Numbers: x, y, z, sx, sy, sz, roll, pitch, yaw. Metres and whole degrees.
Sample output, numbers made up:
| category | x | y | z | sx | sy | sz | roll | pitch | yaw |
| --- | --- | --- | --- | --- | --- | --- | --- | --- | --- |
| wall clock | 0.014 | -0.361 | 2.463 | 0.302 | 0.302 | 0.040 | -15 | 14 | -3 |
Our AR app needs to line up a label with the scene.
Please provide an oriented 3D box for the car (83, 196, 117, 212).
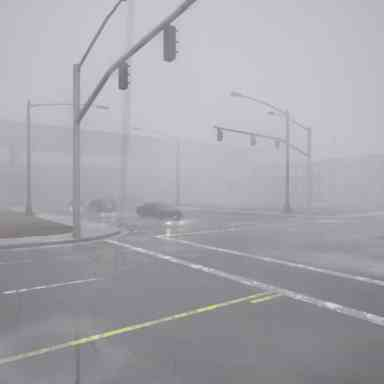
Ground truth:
| category | x | y | z | sx | sy | sz | roll | pitch | yaw |
| --- | --- | --- | --- | --- | --- | --- | --- | --- | --- |
| car | -10.504 | 1.493 | 38.631 | 2.128 | 1.511 | 4.902 | 0 | 0 | -36 |

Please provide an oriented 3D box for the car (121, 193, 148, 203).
| category | x | y | z | sx | sy | sz | roll | pitch | yaw |
| --- | --- | --- | --- | --- | --- | --- | --- | --- | --- |
| car | -12.303 | 1.223 | 69.377 | 2.150 | 2.045 | 5.566 | 0 | 0 | 29 |

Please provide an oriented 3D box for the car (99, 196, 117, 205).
| category | x | y | z | sx | sy | sz | roll | pitch | yaw |
| --- | --- | --- | --- | --- | --- | --- | --- | --- | --- |
| car | -14.992 | 1.526 | 59.810 | 1.812 | 1.442 | 4.674 | 0 | 0 | 3 |

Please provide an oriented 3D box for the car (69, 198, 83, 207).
| category | x | y | z | sx | sy | sz | roll | pitch | yaw |
| --- | --- | --- | --- | --- | --- | --- | --- | --- | --- |
| car | -17.564 | 1.563 | 50.570 | 1.994 | 1.385 | 4.181 | 0 | 0 | -17 |

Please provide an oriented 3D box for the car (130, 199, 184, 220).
| category | x | y | z | sx | sy | sz | roll | pitch | yaw |
| --- | --- | --- | --- | --- | --- | --- | --- | --- | --- |
| car | -2.887 | 1.547 | 28.251 | 2.033 | 1.411 | 5.357 | 0 | 0 | -36 |
